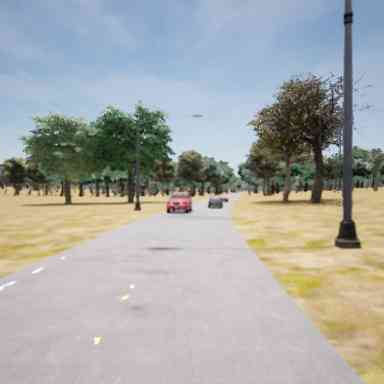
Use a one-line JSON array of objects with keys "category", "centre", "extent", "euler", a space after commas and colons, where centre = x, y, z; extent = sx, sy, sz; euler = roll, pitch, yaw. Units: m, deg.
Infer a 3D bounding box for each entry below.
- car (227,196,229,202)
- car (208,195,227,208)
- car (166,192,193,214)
[{"category": "car", "centre": [5.897, 1.241, 62.391], "extent": [1.895, 1.301, 4.718], "euler": [0, 0, 9]}, {"category": "car", "centre": [3.216, 1.267, 44.817], "extent": [2.128, 1.511, 4.902], "euler": [0, 0, 8]}, {"category": "car", "centre": [-1.201, 1.069, 34.325], "extent": [2.150, 2.045, 5.566], "euler": [0, 0, 6]}]
